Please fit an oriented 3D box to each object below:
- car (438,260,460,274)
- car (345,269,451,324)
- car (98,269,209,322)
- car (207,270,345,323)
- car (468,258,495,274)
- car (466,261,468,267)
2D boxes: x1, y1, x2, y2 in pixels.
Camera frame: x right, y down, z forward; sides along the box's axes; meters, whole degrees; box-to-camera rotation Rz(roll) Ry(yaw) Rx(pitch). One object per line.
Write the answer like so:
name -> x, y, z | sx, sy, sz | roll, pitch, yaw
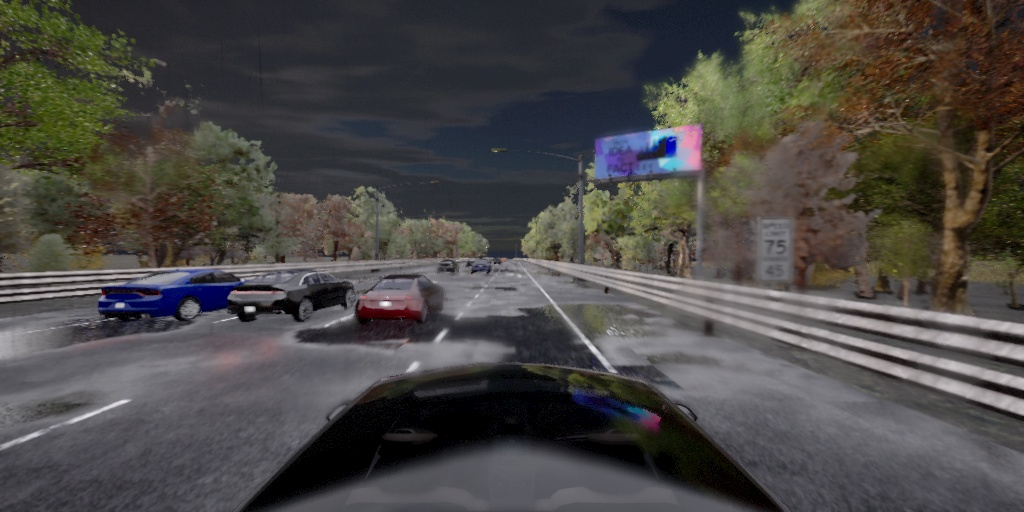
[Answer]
car -> -6.952, 1.222, 39.669 | 1.837, 1.490, 4.892 | 0, 0, 0
car -> -3.493, 1.296, 11.910 | 1.994, 1.385, 4.181 | 0, 0, 0
car -> -10.485, 1.175, 12.063 | 1.882, 1.535, 5.008 | 0, 0, 0
car -> -6.985, 1.206, 11.988 | 2.128, 1.511, 4.902 | 0, 0, 0
car -> -3.443, 1.086, 41.566 | 2.097, 1.767, 4.553 | 0, 0, 0
car -> -6.915, 1.230, 63.713 | 1.882, 1.535, 5.008 | 0, 0, 0
